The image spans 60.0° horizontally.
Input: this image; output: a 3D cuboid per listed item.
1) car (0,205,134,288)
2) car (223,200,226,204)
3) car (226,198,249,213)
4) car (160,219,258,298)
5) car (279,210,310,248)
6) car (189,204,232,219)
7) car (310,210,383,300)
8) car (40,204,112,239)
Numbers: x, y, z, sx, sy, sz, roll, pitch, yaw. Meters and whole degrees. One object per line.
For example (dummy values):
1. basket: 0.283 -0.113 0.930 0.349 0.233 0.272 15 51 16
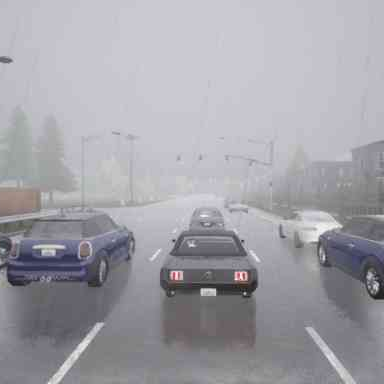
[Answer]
1. car: -3.053 1.351 9.416 2.097 1.767 4.553 0 0 2
2. car: 5.420 1.547 46.420 2.033 1.411 5.357 0 0 2
3. car: 5.047 1.601 36.529 1.895 1.301 4.718 0 0 3
4. car: 0.411 1.601 8.484 1.895 1.301 4.718 0 0 2
5. car: 5.122 1.526 14.546 1.812 1.442 4.674 0 0 2
6. car: 0.816 1.548 18.071 2.033 1.411 5.357 0 0 2
7. car: 4.866 1.351 8.522 2.097 1.767 4.553 0 0 2
8. car: -6.172 1.492 18.481 2.128 1.511 4.902 0 0 2
